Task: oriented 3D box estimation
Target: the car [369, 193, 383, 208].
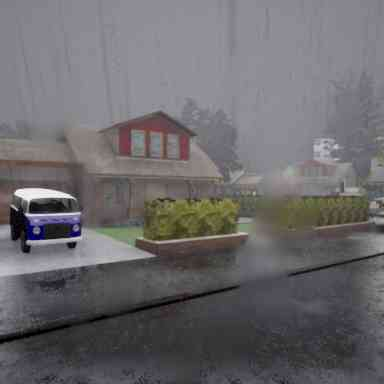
[{"bbox_3d":[23.743,0.985,40.873,3.866,1.878,1.905,0,0,-1],"label":"car"}]
